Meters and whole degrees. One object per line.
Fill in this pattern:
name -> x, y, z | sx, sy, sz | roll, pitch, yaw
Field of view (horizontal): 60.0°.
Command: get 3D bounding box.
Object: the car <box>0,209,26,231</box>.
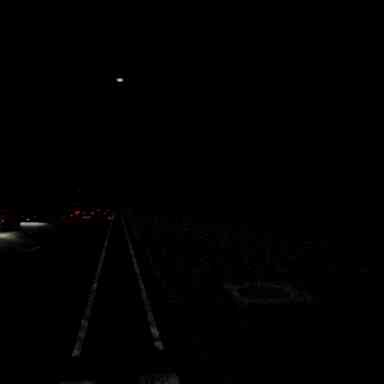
car -> -14.914, 2.116, 26.054 | 1.882, 1.535, 5.008 | 1, -2, -13

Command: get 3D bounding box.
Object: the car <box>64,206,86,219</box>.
car -> -15.175, 2.690, 42.791 | 1.812, 1.442, 4.674 | 1, -2, -13

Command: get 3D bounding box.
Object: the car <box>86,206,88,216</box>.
car -> -17.382, 2.926, 52.554 | 2.128, 1.511, 4.902 | 1, -2, -13

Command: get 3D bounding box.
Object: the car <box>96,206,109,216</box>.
car -> -14.092, 3.000, 52.749 | 1.837, 1.490, 4.892 | 1, -2, -13

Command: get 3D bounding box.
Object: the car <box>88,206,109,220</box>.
car -> -11.644, 2.760, 41.940 | 1.994, 1.385, 4.181 | 1, -2, -13

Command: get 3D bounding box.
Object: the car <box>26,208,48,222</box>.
car -> -17.209, 2.474, 36.369 | 2.033, 1.411, 5.357 | 1, -2, -12
